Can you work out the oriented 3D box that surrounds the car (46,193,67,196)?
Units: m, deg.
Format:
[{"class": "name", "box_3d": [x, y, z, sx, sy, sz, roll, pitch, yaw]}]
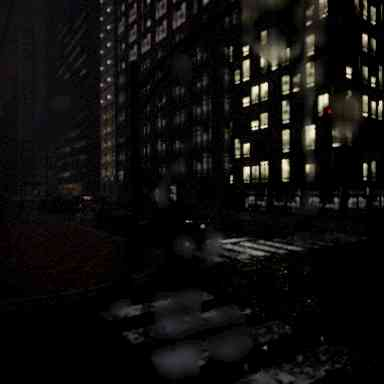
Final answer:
[{"class": "car", "box_3d": [-17.765, 1.311, 44.443, 1.837, 1.490, 4.892, 0, 1, -34]}]

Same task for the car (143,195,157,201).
[{"class": "car", "box_3d": [-5.550, 1.206, 36.825, 2.192, 1.841, 5.009, 0, 0, -35]}]

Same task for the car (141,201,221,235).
[{"class": "car", "box_3d": [-0.801, 1.535, 19.673, 2.128, 1.511, 4.902, 0, 1, -34]}]

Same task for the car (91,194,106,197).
[{"class": "car", "box_3d": [-13.854, 1.271, 49.690, 1.837, 1.490, 4.892, 0, 1, -35]}]

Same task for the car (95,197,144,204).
[{"class": "car", "box_3d": [-6.061, 1.476, 27.335, 1.837, 1.490, 4.892, 0, 1, -35]}]

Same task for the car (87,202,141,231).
[{"class": "car", "box_3d": [-4.815, 1.577, 21.014, 2.008, 1.369, 4.403, 0, 0, -35]}]

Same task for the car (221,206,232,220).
[{"class": "car", "box_3d": [1.188, 1.511, 26.959, 1.752, 1.417, 4.829, 0, 0, -35]}]

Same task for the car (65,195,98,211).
[{"class": "car", "box_3d": [-11.900, 1.415, 35.843, 1.812, 1.442, 4.674, 0, 1, -34]}]

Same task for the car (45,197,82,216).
[{"class": "car", "box_3d": [-12.433, 1.487, 32.043, 1.947, 1.339, 4.313, 0, 0, -35]}]

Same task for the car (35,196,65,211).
[{"class": "car", "box_3d": [-15.630, 1.427, 36.692, 2.008, 1.369, 4.403, 0, 0, -35]}]

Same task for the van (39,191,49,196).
[{"class": "van", "box_3d": [-34.317, 0.818, 78.659, 1.690, 1.788, 3.998, 0, 0, -35]}]

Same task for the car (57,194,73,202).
[{"class": "car", "box_3d": [-24.730, 1.162, 64.716, 1.887, 1.381, 4.507, 0, 0, -35]}]

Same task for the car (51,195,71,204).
[{"class": "car", "box_3d": [-22.327, 1.239, 56.647, 2.033, 1.411, 5.357, 0, 1, -35]}]

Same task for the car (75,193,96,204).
[{"class": "car", "box_3d": [-17.830, 1.063, 55.414, 2.097, 1.767, 4.553, 0, 1, -35]}]

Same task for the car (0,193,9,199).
[{"class": "car", "box_3d": [-44.404, 0.899, 78.537, 1.967, 1.590, 4.097, 0, 0, -35]}]

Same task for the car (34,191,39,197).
[{"class": "car", "box_3d": [-37.516, 0.980, 83.309, 2.008, 1.369, 4.403, 0, 0, -35]}]
